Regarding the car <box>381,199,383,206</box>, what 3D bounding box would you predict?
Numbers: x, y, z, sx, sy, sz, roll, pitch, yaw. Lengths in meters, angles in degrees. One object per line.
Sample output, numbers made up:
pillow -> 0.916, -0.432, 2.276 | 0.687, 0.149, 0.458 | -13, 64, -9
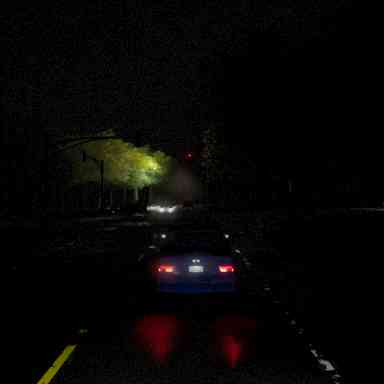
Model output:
car -> 19.964, 0.666, 30.339 | 4.892, 1.490, 1.837 | -2, -1, 2

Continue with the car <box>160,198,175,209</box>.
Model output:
car -> -4.318, 2.117, 56.544 | 1.895, 1.301, 4.718 | 0, -1, -1

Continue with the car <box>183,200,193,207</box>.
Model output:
car -> -0.785, 2.244, 63.712 | 1.895, 1.301, 4.718 | 0, -1, -1

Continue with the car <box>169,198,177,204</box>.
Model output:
car -> -4.883, 2.348, 85.394 | 1.994, 1.385, 4.181 | 0, -2, -1

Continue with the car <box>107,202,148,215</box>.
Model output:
car -> -7.059, 1.792, 36.604 | 1.895, 1.301, 4.718 | -3, -2, 31

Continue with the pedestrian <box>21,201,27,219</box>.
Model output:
pedestrian -> -18.094, 1.918, 35.666 | 0.375, 1.860, 0.375 | 0, 1, 2

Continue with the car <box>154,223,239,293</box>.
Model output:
car -> 0.089, 1.550, 8.997 | 2.033, 1.411, 5.357 | 0, 0, 0
